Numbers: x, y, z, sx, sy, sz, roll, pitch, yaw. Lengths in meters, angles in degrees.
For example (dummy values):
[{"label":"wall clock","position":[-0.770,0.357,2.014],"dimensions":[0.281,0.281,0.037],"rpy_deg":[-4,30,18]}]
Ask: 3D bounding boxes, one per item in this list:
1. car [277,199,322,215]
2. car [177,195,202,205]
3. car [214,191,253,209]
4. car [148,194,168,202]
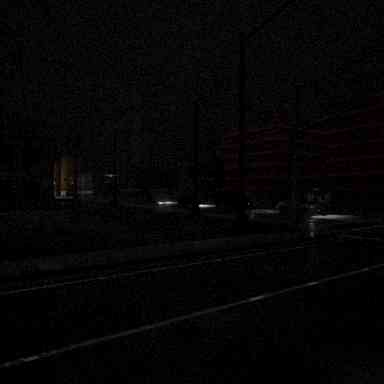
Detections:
[{"label":"car","position":[10.442,1.403,32.659],"dimensions":[1.812,1.442,4.674],"rpy_deg":[0,1,-34]},{"label":"car","position":[-0.380,1.137,48.476],"dimensions":[1.994,1.385,4.181],"rpy_deg":[0,1,-34]},{"label":"car","position":[4.970,0.960,40.664],"dimensions":[2.150,2.045,5.566],"rpy_deg":[0,1,-35]},{"label":"car","position":[-5.833,0.966,56.461],"dimensions":[1.994,1.385,4.181],"rpy_deg":[0,1,-34]}]
